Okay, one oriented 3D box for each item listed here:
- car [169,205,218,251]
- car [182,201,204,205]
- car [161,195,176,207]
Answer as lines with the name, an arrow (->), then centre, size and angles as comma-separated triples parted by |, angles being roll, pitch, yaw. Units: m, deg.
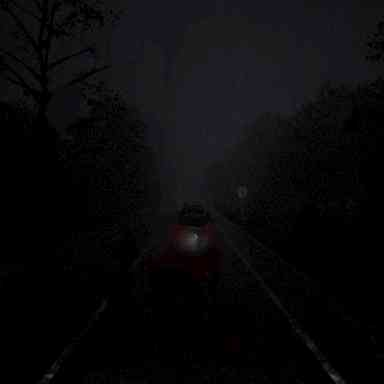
car -> 0.068, 1.528, 14.210 | 2.128, 1.511, 4.902 | 0, 0, 0
car -> 0.073, 1.547, 30.685 | 1.882, 1.535, 5.008 | 0, 0, 0
car -> -3.586, 1.386, 51.554 | 2.097, 1.767, 4.553 | 0, 0, 0
